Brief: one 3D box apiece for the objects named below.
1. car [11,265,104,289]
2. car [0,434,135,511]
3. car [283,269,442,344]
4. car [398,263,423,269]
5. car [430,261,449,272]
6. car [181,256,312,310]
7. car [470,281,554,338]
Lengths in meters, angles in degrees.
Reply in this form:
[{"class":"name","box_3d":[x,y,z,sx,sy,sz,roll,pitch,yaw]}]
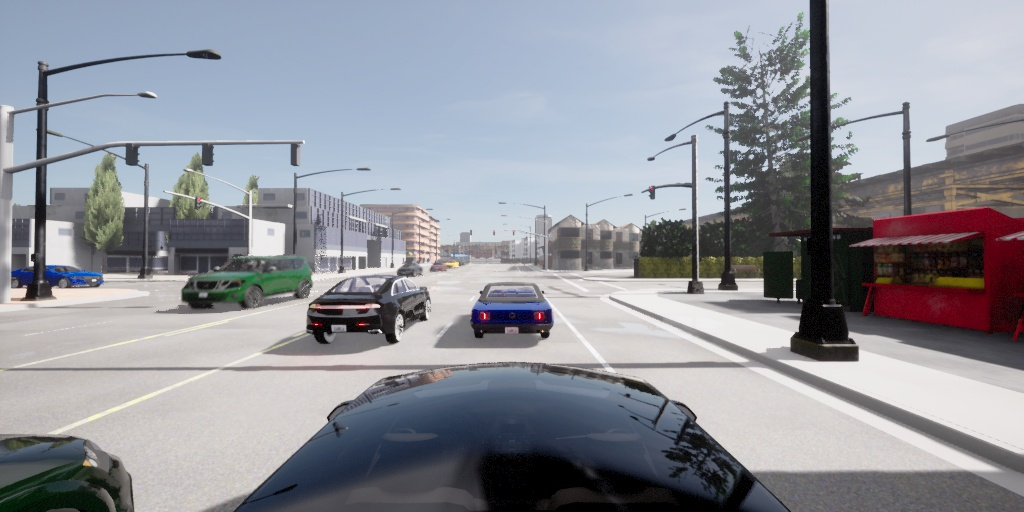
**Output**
[{"class":"car","box_3d":[-29.735,1.315,23.381,5.008,1.535,1.882,0,-1,0]},{"class":"car","box_3d":[-3.373,1.314,0.502,1.994,1.385,4.181,0,0,-1]},{"class":"car","box_3d":[-3.506,1.257,9.670,2.128,1.511,4.902,0,0,0]},{"class":"car","box_3d":[-10.954,1.516,38.757,1.882,1.535,5.008,0,-1,-1]},{"class":"car","box_3d":[-11.082,1.692,53.908,1.812,1.442,4.674,0,-1,-1]},{"class":"car","box_3d":[-10.724,1.007,15.184,2.150,2.045,5.566,0,0,-1]},{"class":"car","box_3d":[-0.006,1.365,10.147,1.895,1.301,4.718,0,0,0]}]
